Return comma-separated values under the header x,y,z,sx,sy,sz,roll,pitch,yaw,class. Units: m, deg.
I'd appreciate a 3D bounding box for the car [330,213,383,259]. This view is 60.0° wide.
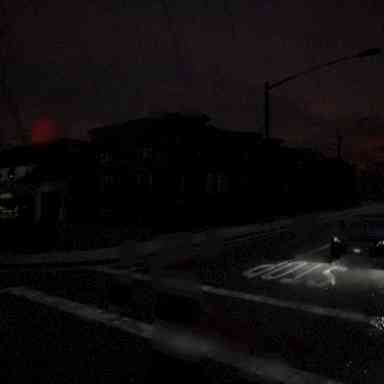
x,y,z,sx,sy,sz,roll,pitch,yaw,class
6.501,1.518,12.015,1.812,1.442,4.674,-1,-1,39,car
